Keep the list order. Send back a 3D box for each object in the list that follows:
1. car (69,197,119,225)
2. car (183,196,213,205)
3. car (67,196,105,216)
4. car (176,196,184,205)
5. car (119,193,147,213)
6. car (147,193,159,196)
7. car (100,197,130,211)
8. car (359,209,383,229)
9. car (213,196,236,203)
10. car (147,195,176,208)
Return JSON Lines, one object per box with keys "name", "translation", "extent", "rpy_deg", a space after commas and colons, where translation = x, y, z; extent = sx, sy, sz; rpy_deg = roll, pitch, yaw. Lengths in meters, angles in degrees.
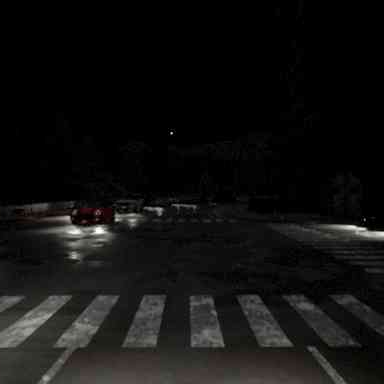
{"name": "car", "translation": [-7.044, 1.361, 24.066], "extent": [2.097, 1.767, 4.553], "rpy_deg": [0, 0, 1]}
{"name": "car", "translation": [1.174, 1.500, 58.156], "extent": [1.812, 1.442, 4.674], "rpy_deg": [0, 0, 40]}
{"name": "car", "translation": [-10.386, 1.338, 33.007], "extent": [2.097, 1.767, 4.553], "rpy_deg": [0, 0, 3]}
{"name": "car", "translation": [-1.562, 1.499, 60.586], "extent": [1.812, 1.442, 4.674], "rpy_deg": [0, 0, 42]}
{"name": "car", "translation": [-6.824, 1.203, 36.727], "extent": [2.150, 2.045, 5.566], "rpy_deg": [0, 0, 3]}
{"name": "car", "translation": [-6.947, 1.199, 51.889], "extent": [2.150, 2.045, 5.566], "rpy_deg": [0, 0, 26]}
{"name": "car", "translation": [-9.714, 1.459, 42.205], "extent": [1.882, 1.535, 5.008], "rpy_deg": [0, 0, 10]}
{"name": "car", "translation": [13.104, 1.610, 21.388], "extent": [4.181, 1.385, 1.994], "rpy_deg": [0, 0, 0]}
{"name": "car", "translation": [6.447, 1.518, 67.185], "extent": [5.357, 1.411, 2.033], "rpy_deg": [0, 0, -33]}
{"name": "car", "translation": [-4.500, 1.504, 48.640], "extent": [1.812, 1.442, 4.674], "rpy_deg": [0, 0, 23]}
